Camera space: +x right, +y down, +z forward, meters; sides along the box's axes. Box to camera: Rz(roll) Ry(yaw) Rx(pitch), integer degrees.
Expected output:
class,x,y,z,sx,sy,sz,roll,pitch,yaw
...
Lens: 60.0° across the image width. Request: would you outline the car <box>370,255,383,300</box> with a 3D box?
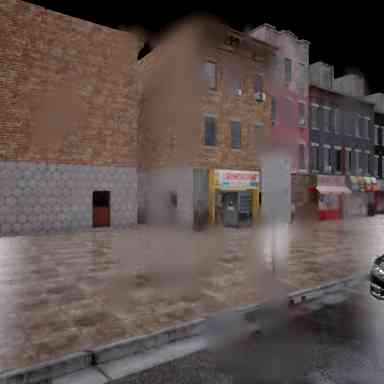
class,x,y,z,sx,sy,sz,roll,pitch,yaw
car,5.730,1.491,7.176,4.902,1.511,2.128,0,0,-36
